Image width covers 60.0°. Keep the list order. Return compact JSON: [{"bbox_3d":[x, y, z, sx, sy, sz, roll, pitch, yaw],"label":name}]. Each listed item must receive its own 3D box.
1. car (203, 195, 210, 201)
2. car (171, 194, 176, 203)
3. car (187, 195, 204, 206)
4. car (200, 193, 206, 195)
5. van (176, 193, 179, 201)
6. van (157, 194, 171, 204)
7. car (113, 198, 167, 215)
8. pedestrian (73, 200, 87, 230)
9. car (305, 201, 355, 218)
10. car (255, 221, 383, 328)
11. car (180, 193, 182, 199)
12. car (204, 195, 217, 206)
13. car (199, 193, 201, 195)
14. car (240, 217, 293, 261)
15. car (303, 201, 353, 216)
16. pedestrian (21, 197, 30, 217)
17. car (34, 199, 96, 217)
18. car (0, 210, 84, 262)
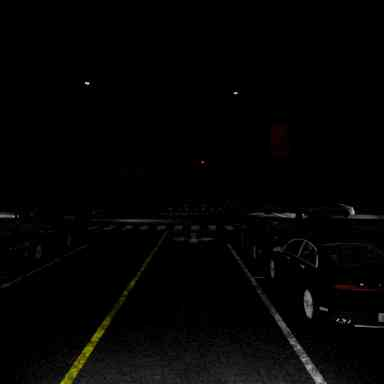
[{"bbox_3d":[3.703,1.560,87.333,1.752,1.417,4.829,0,0,1],"label":"car"},{"bbox_3d":[-5.059,1.591,70.742,1.947,1.339,4.313,0,0,1],"label":"car"},{"bbox_3d":[0.467,1.579,53.568,1.994,1.385,4.181,0,0,2],"label":"car"},{"bbox_3d":[3.466,1.340,70.624,2.192,1.841,5.009,0,0,1],"label":"car"},{"bbox_3d":[-4.902,1.372,81.767,1.690,1.788,3.998,0,0,1],"label":"van"},{"bbox_3d":[-5.215,1.360,59.719,1.690,1.788,3.998,0,0,1],"label":"van"},{"bbox_3d":[-5.280,1.553,32.988,4.718,1.301,1.895,1,1,-30],"label":"car"},{"bbox_3d":[-6.487,1.297,19.226,0.375,1.860,0.375,0,0,0],"label":"pedestrian"},{"bbox_3d":[14.068,1.817,33.954,4.674,1.442,1.812,1,0,1],"label":"car"},{"bbox_3d":[2.798,1.551,6.913,2.008,1.369,4.403,0,0,0],"label":"car"},{"bbox_3d":[-4.745,1.353,92.791,2.192,1.841,5.009,0,0,1],"label":"car"},{"bbox_3d":[3.230,1.567,54.087,2.008,1.369,4.403,0,0,1],"label":"car"},{"bbox_3d":[3.779,1.478,92.675,1.967,1.590,4.097,0,0,1],"label":"car"},{"bbox_3d":[2.823,1.552,11.906,2.008,1.369,4.403,0,0,0],"label":"car"},{"bbox_3d":[15.147,1.822,37.215,4.892,1.490,1.837,1,0,0],"label":"car"},{"bbox_3d":[-9.947,1.121,19.862,0.375,1.860,0.375,0,0,0],"label":"pedestrian"},{"bbox_3d":[-10.266,1.328,26.931,4.902,1.511,2.128,1,0,8],"label":"car"},{"bbox_3d":[-5.702,1.552,11.953,2.008,1.369,4.403,0,0,0],"label":"car"}]
